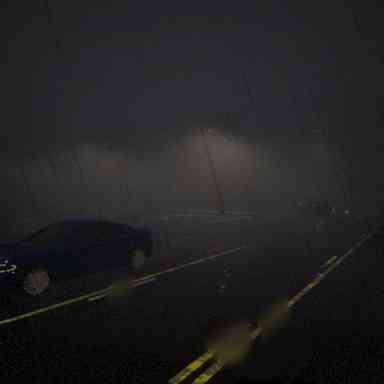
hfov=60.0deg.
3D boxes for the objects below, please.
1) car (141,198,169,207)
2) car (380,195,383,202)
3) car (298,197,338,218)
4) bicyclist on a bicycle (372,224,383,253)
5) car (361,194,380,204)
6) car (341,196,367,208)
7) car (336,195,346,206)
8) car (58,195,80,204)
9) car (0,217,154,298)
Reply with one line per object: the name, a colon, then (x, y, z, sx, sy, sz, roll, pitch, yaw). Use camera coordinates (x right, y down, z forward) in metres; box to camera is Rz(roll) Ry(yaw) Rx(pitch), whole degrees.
car: (-5.555, 1.564, 49.717, 4.181, 1.385, 1.994, 0, 0, 34)
car: (40.864, 1.288, 73.062, 2.128, 1.511, 4.902, 0, 1, 34)
car: (11.247, 1.492, 29.934, 2.128, 1.511, 4.902, 0, 0, 34)
bicyclist on a bicycle: (7.190, 1.454, 11.947, 0.582, 1.620, 1.656, 0, -1, -23)
car: (32.908, 1.458, 61.429, 1.837, 1.490, 4.892, 0, 0, 34)
car: (23.004, 1.601, 47.116, 1.895, 1.301, 4.718, 0, 0, 34)
car: (21.998, 1.492, 51.828, 2.128, 1.511, 4.902, 0, 0, 35)
car: (-22.794, 1.489, 61.422, 4.902, 1.511, 2.128, 0, 0, 34)
car: (-3.143, 1.477, 8.896, 1.882, 1.535, 5.008, 0, 0, 34)
